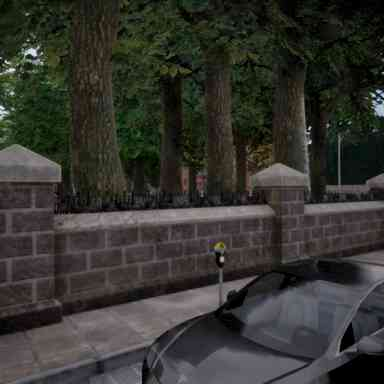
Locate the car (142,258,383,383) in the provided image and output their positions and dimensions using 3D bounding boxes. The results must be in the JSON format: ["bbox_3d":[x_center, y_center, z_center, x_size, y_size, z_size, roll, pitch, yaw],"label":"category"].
[{"bbox_3d":[1.528,1.565,3.910,4.313,1.339,1.947,0,-1,-36],"label":"car"}]
